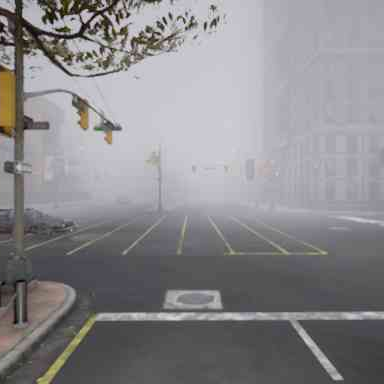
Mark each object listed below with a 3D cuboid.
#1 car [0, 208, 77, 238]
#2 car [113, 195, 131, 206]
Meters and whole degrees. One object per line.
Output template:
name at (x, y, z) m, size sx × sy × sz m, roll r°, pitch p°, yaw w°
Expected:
car at (-8.792, 1.539, 16.906) m, size 5.357 × 1.411 × 2.033 m, roll 0°, pitch 0°, yaw 0°
car at (-11.475, 1.331, 54.738) m, size 2.097 × 1.767 × 4.553 m, roll 0°, pitch 0°, yaw 0°
